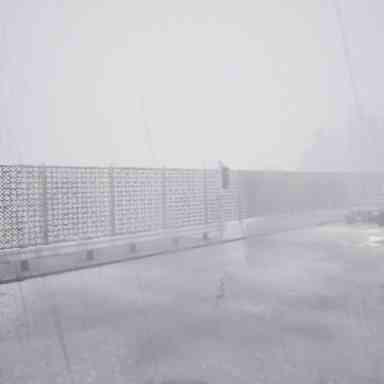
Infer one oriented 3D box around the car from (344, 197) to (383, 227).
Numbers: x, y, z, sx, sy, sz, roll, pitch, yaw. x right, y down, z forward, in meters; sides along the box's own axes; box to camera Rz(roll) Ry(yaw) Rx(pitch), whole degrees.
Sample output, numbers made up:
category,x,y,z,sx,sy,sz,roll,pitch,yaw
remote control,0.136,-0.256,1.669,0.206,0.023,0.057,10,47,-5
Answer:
category,x,y,z,sx,sy,sz,roll,pitch,yaw
car,10.293,1.027,18.599,4.674,1.442,1.812,-2,1,-41
